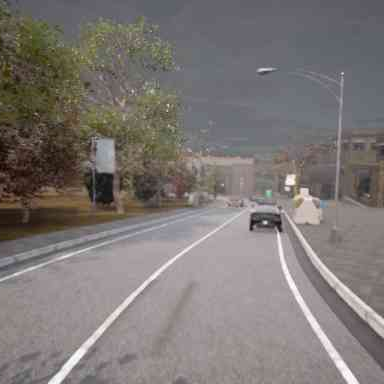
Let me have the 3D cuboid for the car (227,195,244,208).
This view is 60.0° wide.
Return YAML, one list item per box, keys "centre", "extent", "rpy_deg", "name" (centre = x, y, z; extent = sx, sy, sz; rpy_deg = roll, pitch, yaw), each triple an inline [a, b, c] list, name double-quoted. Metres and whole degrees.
- centre: [6.393, 1.277, 48.266]
  extent: [2.097, 1.767, 4.553]
  rpy_deg: [2, 0, 13]
  name: "car"

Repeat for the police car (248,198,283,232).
- centre: [4.650, 1.474, 20.847]
  extent: [1.930, 1.638, 5.238]
  rpy_deg: [2, 0, 14]
  name: "police car"

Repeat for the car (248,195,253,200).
- centre: [13.421, 1.350, 72.330]
  extent: [1.994, 1.385, 4.181]
  rpy_deg: [0, 0, 1]
  name: "car"

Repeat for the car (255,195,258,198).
- centre: [8.376, 1.409, 36.340]
  extent: [2.097, 1.767, 4.553]
  rpy_deg: [2, 0, 14]
  name: "car"

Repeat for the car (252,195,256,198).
- centre: [11.841, 1.538, 57.182]
  extent: [1.812, 1.442, 4.674]
  rpy_deg: [1, 0, 7]
  name: "car"

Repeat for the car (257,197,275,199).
- centre: [6.972, 1.533, 30.511]
  extent: [1.882, 1.535, 5.008]
  rpy_deg: [2, 0, 14]
  name: "car"
